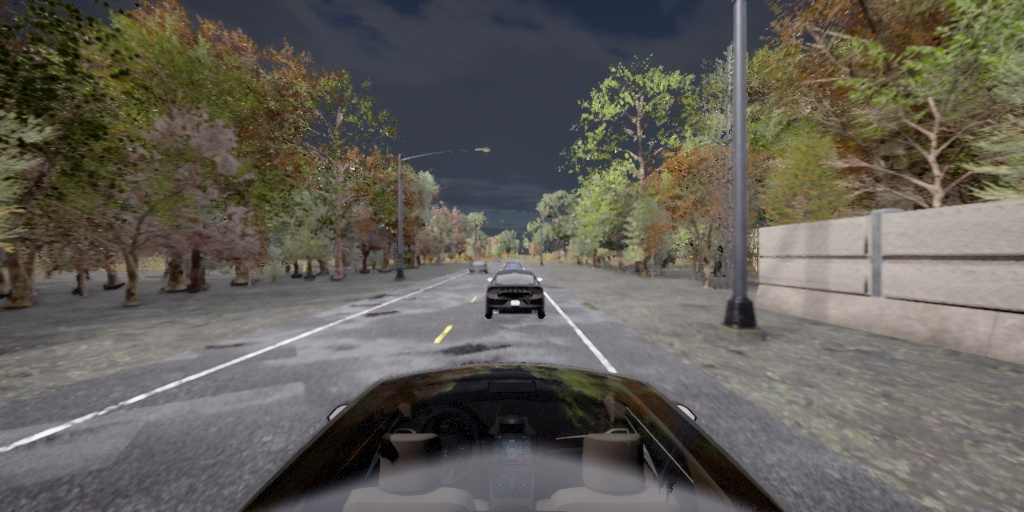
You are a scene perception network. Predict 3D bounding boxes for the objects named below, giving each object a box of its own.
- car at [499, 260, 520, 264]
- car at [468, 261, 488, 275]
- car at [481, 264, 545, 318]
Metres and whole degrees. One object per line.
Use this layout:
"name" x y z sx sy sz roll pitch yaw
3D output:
"car" 0.102 1.276 33.782 2.033 1.411 5.357 0 0 0
"car" -3.589 1.247 39.333 1.812 1.442 4.674 0 0 0
"car" 0.099 1.225 13.071 1.882 1.535 5.008 0 0 0
